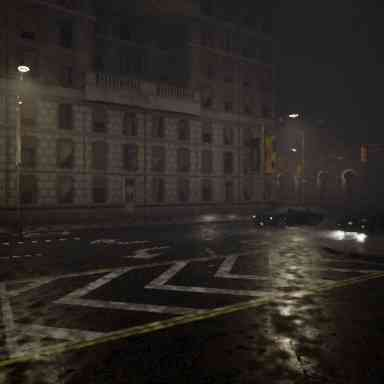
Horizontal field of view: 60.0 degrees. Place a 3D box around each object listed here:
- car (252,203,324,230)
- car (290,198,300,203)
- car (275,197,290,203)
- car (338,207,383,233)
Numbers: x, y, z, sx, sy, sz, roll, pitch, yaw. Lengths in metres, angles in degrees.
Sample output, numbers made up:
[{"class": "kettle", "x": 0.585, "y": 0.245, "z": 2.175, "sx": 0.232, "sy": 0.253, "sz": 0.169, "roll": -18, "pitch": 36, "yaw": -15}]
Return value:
[{"class": "car", "x": 6.064, "y": 1.601, "z": 21.002, "sx": 4.718, "sy": 1.301, "sz": 1.895, "roll": 0, "pitch": 0, "yaw": -31}, {"class": "car", "x": 14.856, "y": 1.528, "z": 52.169, "sx": 1.812, "sy": 1.442, "sz": 4.674, "roll": 0, "pitch": 0, "yaw": -31}, {"class": "car", "x": 11.713, "y": 1.549, "z": 50.587, "sx": 2.033, "sy": 1.411, "sz": 5.357, "roll": 0, "pitch": 0, "yaw": -32}, {"class": "car", "x": 10.545, "y": 1.565, "z": 19.596, "sx": 4.181, "sy": 1.385, "sz": 1.994, "roll": 0, "pitch": 0, "yaw": -31}]
